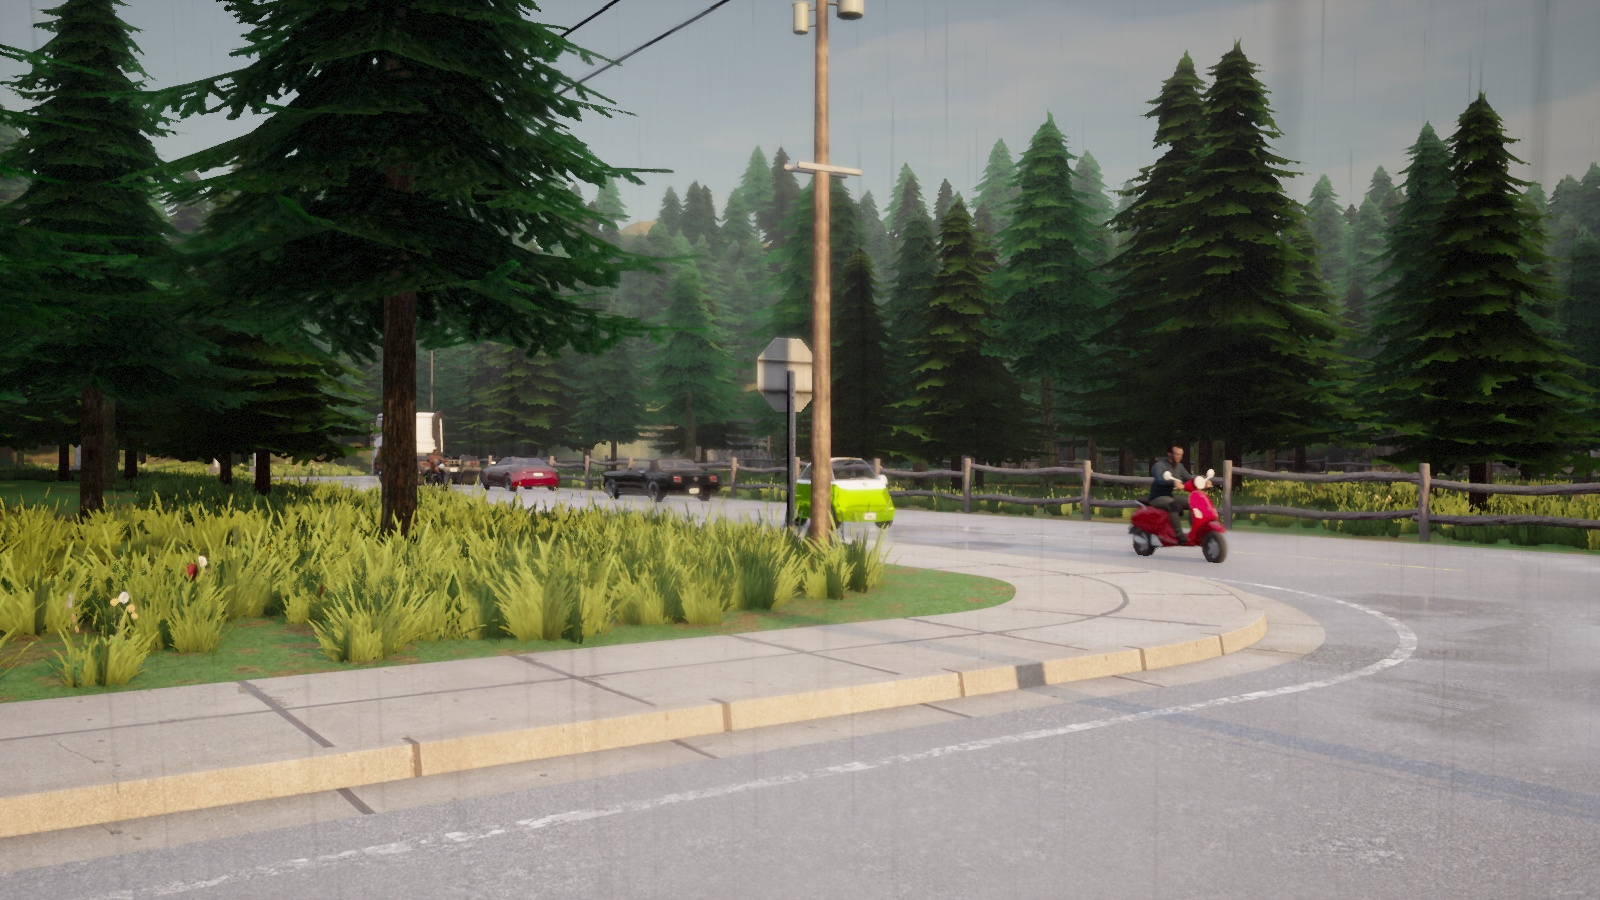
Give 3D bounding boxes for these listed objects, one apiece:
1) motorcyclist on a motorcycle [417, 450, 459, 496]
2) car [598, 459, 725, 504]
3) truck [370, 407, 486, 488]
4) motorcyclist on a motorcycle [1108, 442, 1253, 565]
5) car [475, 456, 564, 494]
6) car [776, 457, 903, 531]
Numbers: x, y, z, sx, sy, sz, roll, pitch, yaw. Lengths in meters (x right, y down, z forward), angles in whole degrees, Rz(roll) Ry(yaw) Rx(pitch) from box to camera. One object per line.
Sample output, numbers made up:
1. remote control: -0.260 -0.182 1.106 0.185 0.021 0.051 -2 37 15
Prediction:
1. motorcyclist on a motorcycle: -13.120 0.807 45.456 0.766 1.649 2.350 0 0 -34
2. car: -4.320 0.922 38.561 1.895 1.301 4.718 0 0 -34
3. truck: -17.312 -0.085 58.062 2.891 3.462 7.936 0 0 -34
4. motorcyclist on a motorcycle: 5.195 0.694 17.251 0.866 1.590 1.817 -1 0 -28
5. car: -10.853 0.923 48.367 1.994 1.385 4.181 0 0 -34
6. car: 0.745 0.823 24.480 1.481 1.376 2.207 0 0 -32
